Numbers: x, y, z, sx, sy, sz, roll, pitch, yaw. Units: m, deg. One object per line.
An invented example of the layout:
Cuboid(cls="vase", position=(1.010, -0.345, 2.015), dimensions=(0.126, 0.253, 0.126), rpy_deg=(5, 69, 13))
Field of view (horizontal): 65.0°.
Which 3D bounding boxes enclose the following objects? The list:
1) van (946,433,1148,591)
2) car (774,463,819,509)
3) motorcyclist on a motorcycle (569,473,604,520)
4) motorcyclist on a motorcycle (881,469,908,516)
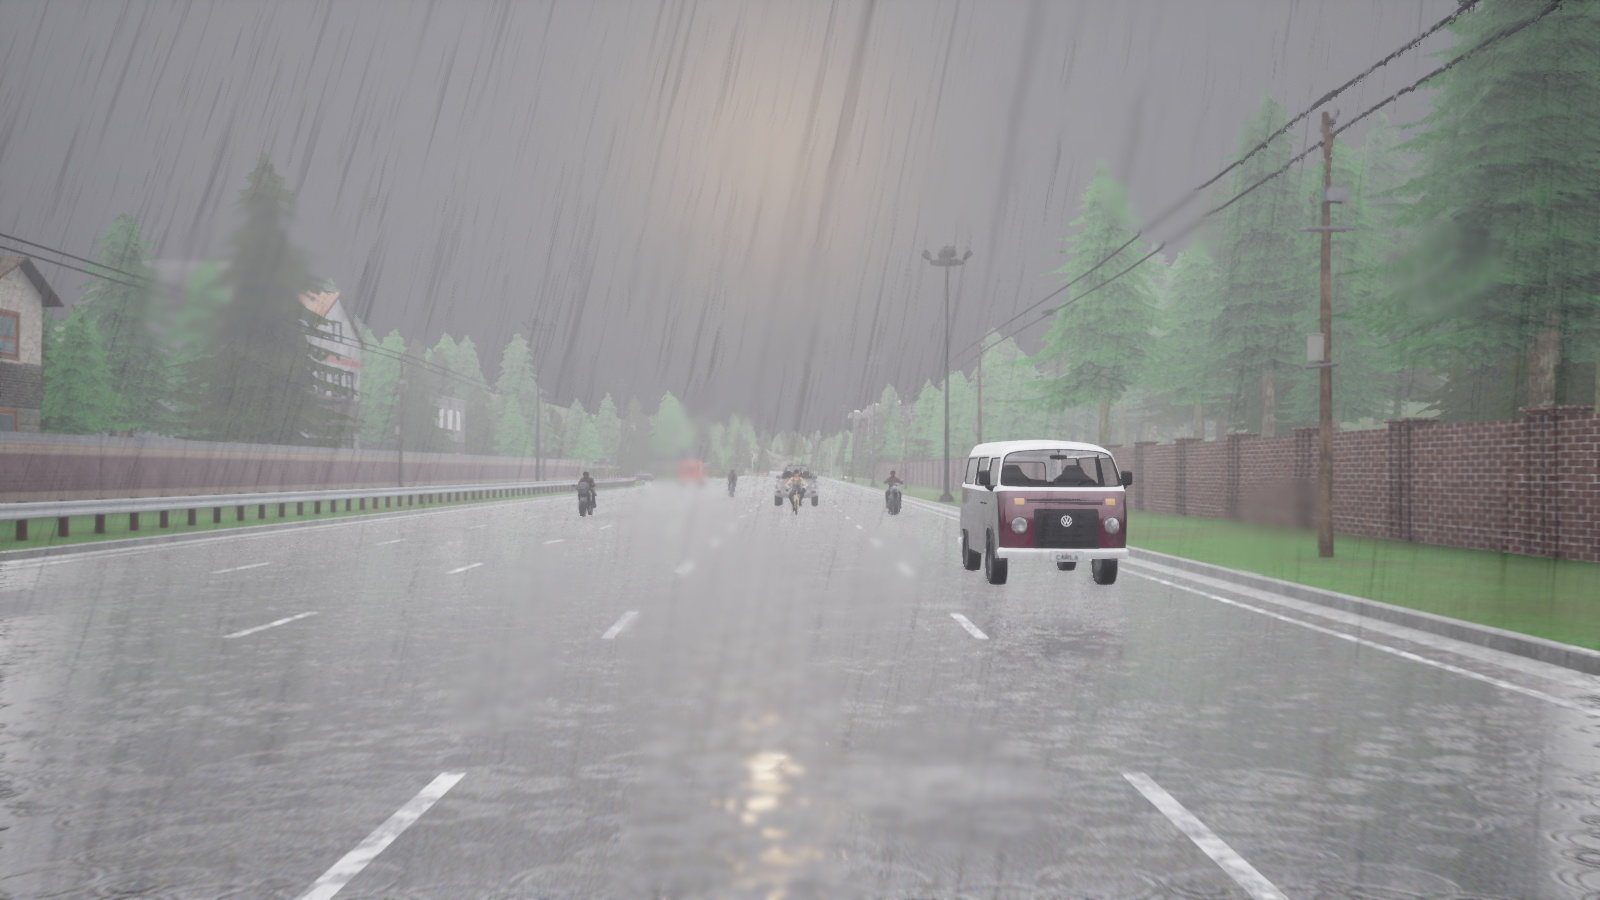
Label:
Cuboid(cls="van", position=(3.454, 0.834, 18.490), dimensions=(2.069, 2.038, 4.480), rpy_deg=(0, -1, 0))
Cuboid(cls="car", position=(-0.128, 1.574, 56.808), dimensions=(1.932, 1.855, 4.605), rpy_deg=(0, 1, 1))
Cuboid(cls="motorcyclist on a motorcycle", position=(-7.101, 1.525, 41.821), dimensions=(0.797, 1.523, 2.044), rpy_deg=(0, -1, 0))
Cuboid(cls="motorcyclist on a motorcycle", position=(3.391, 1.508, 45.207), dimensions=(0.766, 1.649, 2.350), rpy_deg=(0, -1, 0))
